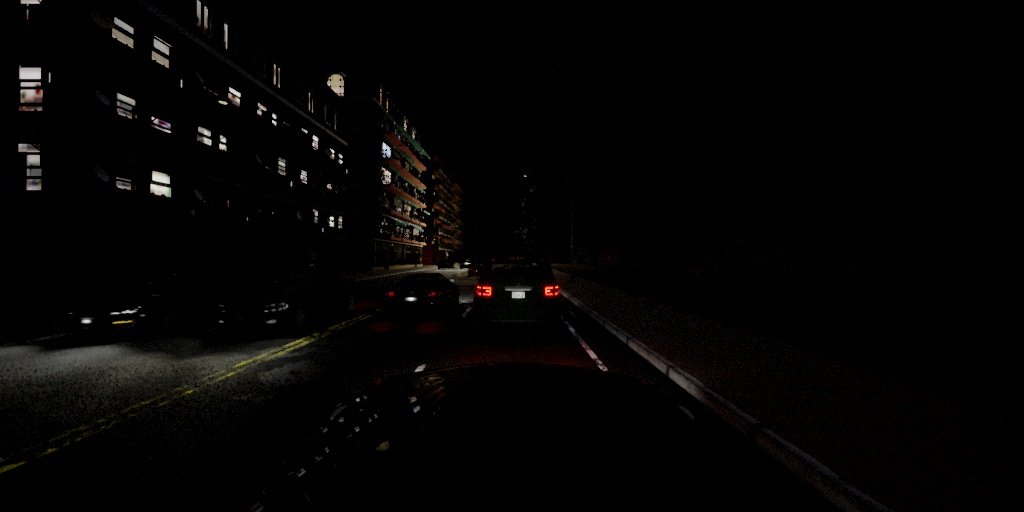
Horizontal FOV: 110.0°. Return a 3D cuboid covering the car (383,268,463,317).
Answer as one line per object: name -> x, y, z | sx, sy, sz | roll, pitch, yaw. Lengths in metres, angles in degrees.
car -> -3.147, 1.317, 13.168 | 1.994, 1.385, 4.181 | 0, 0, 0

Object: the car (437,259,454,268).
car -> -9.818, 1.261, 53.283 | 1.837, 1.490, 4.892 | 0, 0, 0

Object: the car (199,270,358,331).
car -> -6.596, 1.230, 11.195 | 1.882, 1.535, 5.008 | 0, 0, 0

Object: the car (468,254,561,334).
car -> 0.106, 0.974, 10.782 | 2.150, 2.045, 5.566 | 0, 0, -1

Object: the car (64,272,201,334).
car -> -9.848, 1.257, 10.722 | 1.837, 1.490, 4.892 | 0, 0, 0

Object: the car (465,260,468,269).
car -> -3.134, 1.320, 35.140 | 1.994, 1.385, 4.181 | 0, 0, 0

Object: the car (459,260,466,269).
car -> -6.572, 1.303, 53.337 | 2.033, 1.411, 5.357 | 0, 0, 0
